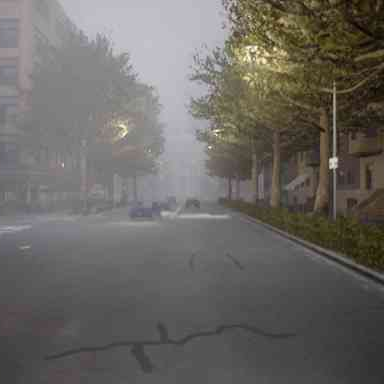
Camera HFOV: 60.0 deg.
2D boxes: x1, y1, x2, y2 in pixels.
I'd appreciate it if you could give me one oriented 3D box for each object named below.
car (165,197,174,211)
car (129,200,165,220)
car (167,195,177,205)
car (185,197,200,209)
[{"bbox_3d":[-3.610,1.585,40.765,1.895,1.301,4.718,0,0,0],"label":"car"},{"bbox_3d":[-3.882,1.467,28.299,1.882,1.535,5.008,0,0,5],"label":"car"},{"bbox_3d":[-3.542,1.284,56.220,1.837,1.490,4.892,0,0,0],"label":"car"},{"bbox_3d":[0.065,1.487,45.420,1.837,1.490,4.892,0,0,0],"label":"car"}]
